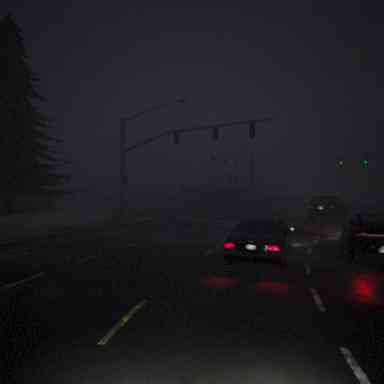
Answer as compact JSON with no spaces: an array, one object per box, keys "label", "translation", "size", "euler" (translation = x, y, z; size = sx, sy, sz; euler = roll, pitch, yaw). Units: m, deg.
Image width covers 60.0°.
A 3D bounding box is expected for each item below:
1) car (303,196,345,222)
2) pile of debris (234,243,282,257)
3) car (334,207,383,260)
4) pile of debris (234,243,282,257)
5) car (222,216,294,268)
[{"label":"car","translation":[11.047,1.313,27.078],"size":[2.150,2.045,5.566],"euler":[0,0,32]},{"label":"pile of debris","translation":[2.554,2.186,12.643],"size":[1.500,0.140,1.860],"euler":[0,0,21]},{"label":"car","translation":[6.536,1.522,12.073],"size":[2.128,1.511,4.902],"euler":[0,0,21]},{"label":"pile of debris","translation":[2.554,2.186,12.643],"size":[1.500,0.140,1.860],"euler":[0,0,21]},{"label":"car","translation":[2.426,1.554,11.481],"size":[2.033,1.411,5.357],"euler":[1,0,19]}]
